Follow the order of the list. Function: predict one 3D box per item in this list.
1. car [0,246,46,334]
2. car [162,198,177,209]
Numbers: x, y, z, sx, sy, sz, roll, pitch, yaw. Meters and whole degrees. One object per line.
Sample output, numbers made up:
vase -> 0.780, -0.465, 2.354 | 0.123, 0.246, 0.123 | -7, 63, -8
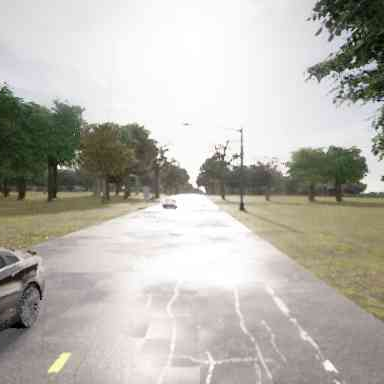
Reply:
car -> -3.580, 1.491, 4.116 | 2.128, 1.511, 4.902 | 0, 0, 0
car -> -3.013, 1.565, 45.642 | 2.033, 1.411, 5.357 | 0, 0, 1
